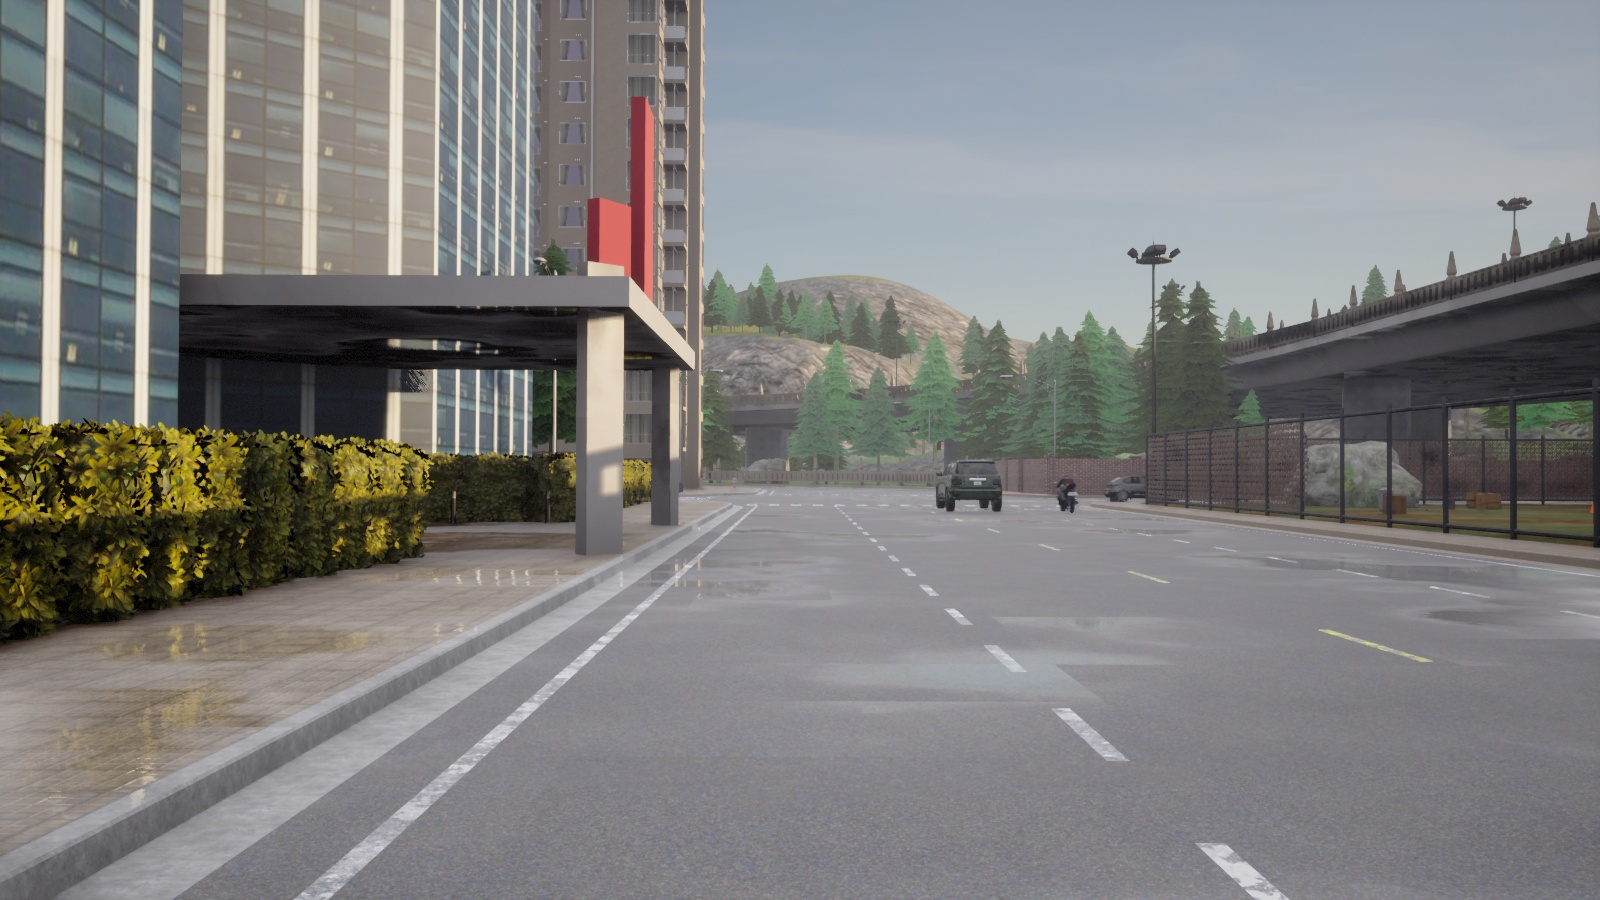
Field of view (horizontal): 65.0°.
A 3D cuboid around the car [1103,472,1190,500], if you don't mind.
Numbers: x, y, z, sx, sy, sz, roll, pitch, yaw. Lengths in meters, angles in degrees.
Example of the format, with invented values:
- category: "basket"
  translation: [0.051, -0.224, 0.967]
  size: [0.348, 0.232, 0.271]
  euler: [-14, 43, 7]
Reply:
- category: "car"
  translation: [18.759, 1.949, 68.068]
  size: [4.193, 1.474, 1.816]
  euler: [0, -1, 0]

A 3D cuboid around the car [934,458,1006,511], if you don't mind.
- category: "car"
  translation: [6.863, 1.363, 51.157]
  size: [2.150, 2.045, 5.566]
  euler: [0, -1, 0]

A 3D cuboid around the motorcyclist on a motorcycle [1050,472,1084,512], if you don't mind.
- category: "motorcyclist on a motorcycle"
  translation: [10.370, 1.626, 48.822]
  size: [0.866, 1.530, 2.191]
  euler: [0, -1, 0]
